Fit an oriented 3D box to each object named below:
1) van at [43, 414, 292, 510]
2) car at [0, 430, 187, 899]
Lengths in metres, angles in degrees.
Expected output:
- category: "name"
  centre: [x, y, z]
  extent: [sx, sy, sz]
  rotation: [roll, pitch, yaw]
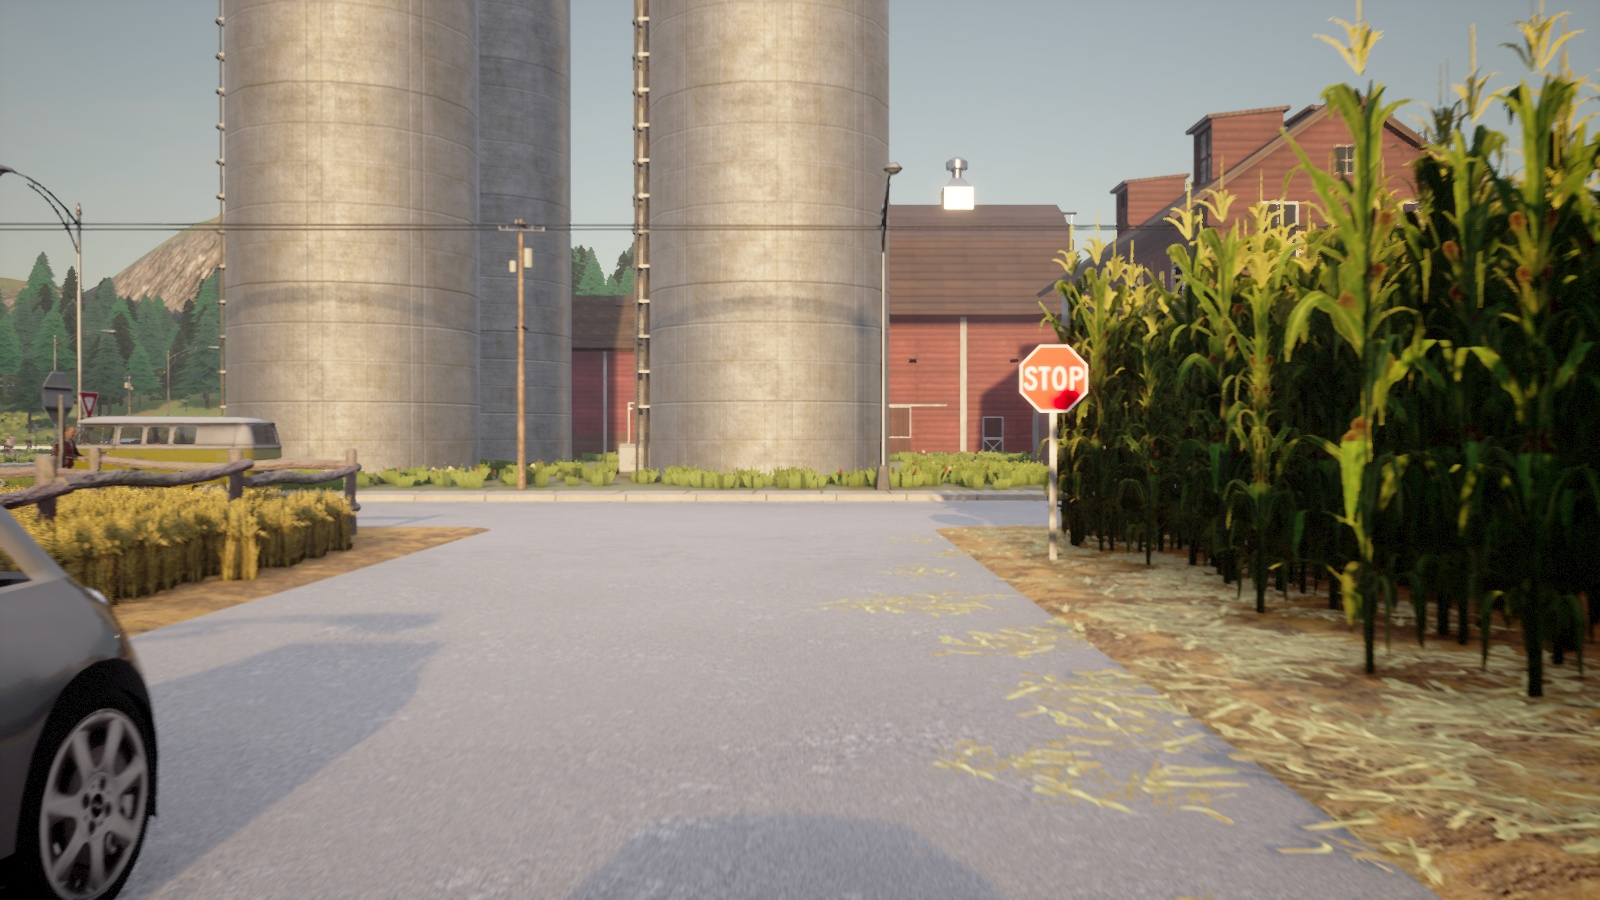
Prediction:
- category: "van"
  centre: [-13.498, 0.238, 26.968]
  extent: [4.442, 1.987, 1.775]
  rotation: [0, 1, 1]
- category: "car"
  centre: [-3.072, 0.692, 2.348]
  extent: [1.970, 1.475, 3.806]
  rotation: [0, 0, 0]
